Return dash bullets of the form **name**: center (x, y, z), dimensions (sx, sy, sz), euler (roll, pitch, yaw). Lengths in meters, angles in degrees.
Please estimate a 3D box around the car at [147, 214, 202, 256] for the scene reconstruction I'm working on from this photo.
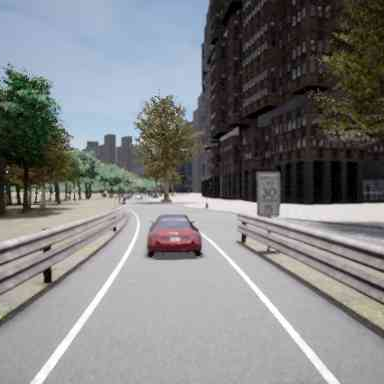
- **car**: center (-0.747, 1.573, 13.275), dimensions (1.994, 1.385, 4.181), euler (0, 0, -5)
